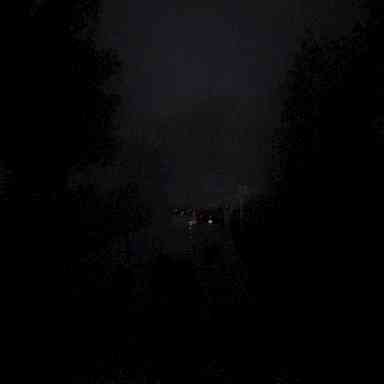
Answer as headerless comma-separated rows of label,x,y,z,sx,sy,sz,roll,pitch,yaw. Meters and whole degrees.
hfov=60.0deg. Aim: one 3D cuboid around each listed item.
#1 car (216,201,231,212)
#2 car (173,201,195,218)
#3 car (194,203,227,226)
car,3.903,1.738,42.310,1.895,1.301,4.718,1,1,10
car,-0.564,1.654,32.491,1.837,1.490,4.892,1,0,8
car,1.453,1.714,24.539,1.895,1.301,4.718,0,0,6
